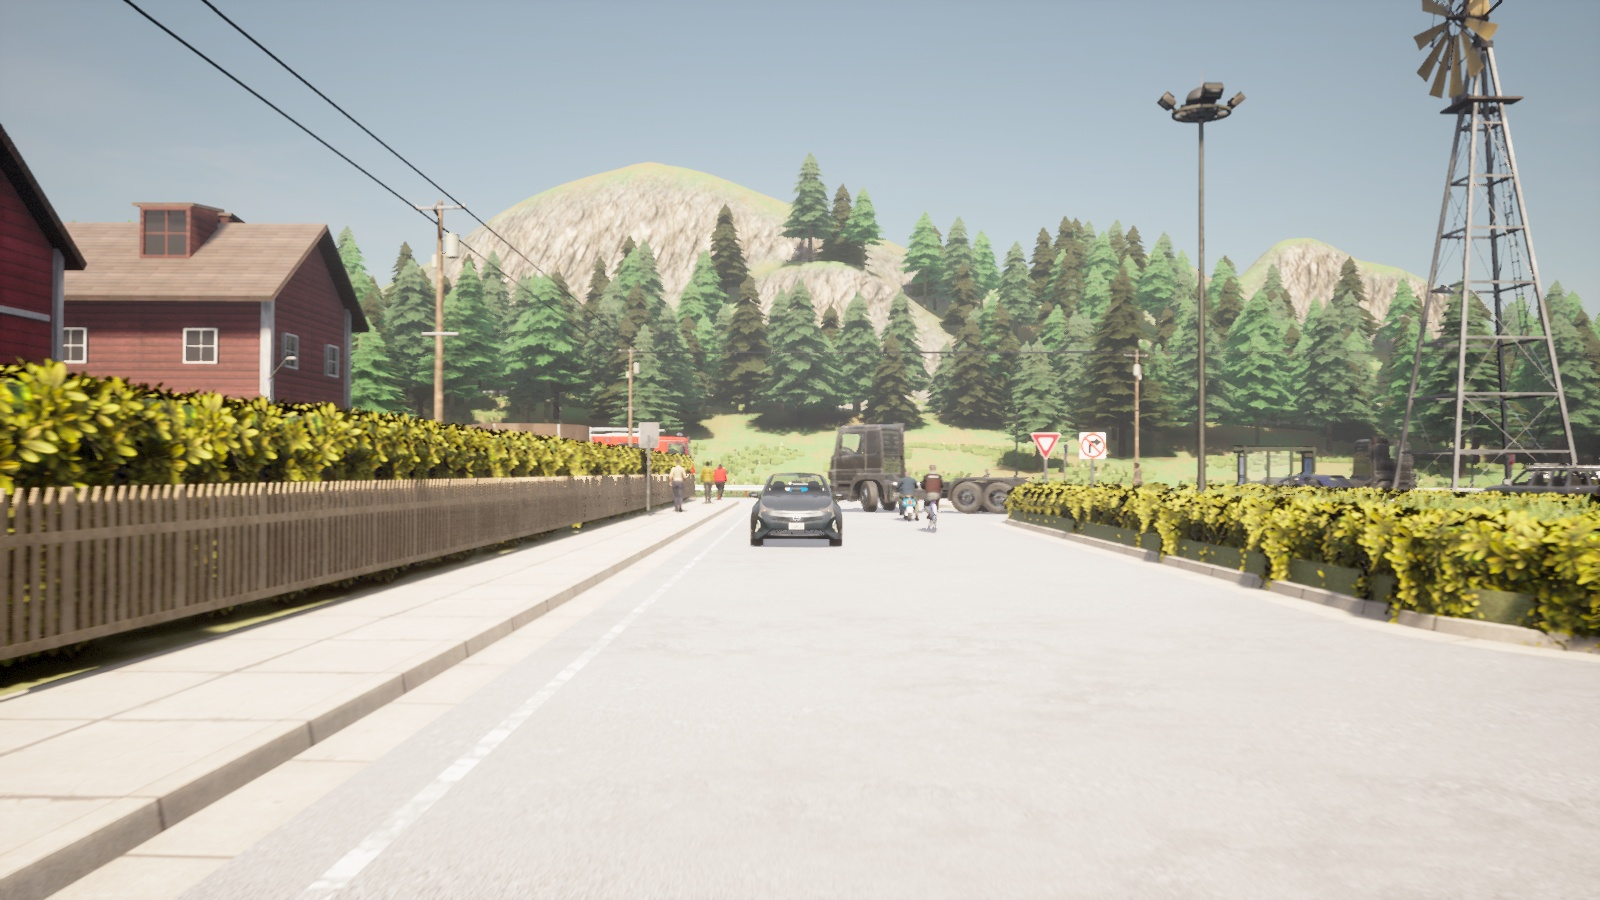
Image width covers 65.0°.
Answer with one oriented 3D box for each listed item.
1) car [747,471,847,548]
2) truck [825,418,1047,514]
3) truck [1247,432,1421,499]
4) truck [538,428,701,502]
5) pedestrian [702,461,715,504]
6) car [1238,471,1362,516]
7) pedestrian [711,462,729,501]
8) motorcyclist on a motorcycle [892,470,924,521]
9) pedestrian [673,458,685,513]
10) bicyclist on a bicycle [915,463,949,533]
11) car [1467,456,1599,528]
[{"bbox_3d":[-0.065,1.219,27.341,2.007,1.525,4.514,0,-1,0],"label":"car"},{"bbox_3d":[5.177,0.616,48.062,7.936,3.462,2.891,-1,0,23],"label":"truck"},{"bbox_3d":[28.213,0.835,66.612,7.936,3.462,2.891,0,-1,0],"label":"truck"},{"bbox_3d":[-9.578,0.812,67.112,8.468,3.827,2.891,0,-1,-7],"label":"truck"},{"bbox_3d":[-3.879,1.376,53.207,0.431,1.840,0.709,0,-1,5],"label":"pedestrian"},{"bbox_3d":[17.609,1.501,44.330,1.845,1.501,3.633,1,-1,-36],"label":"car"},{"bbox_3d":[-3.816,1.490,59.997,0.634,1.844,0.899,0,-1,12],"label":"pedestrian"},{"bbox_3d":[3.405,1.420,39.748,0.866,1.590,1.817,0,-1,0],"label":"motorcyclist on a motorcycle"},{"bbox_3d":[-4.107,1.200,42.605,0.345,1.836,0.594,0,-1,0],"label":"pedestrian"},{"bbox_3d":[3.422,1.219,32.685,0.659,1.776,1.843,0,-1,0],"label":"bicyclist on a bicycle"},{"bbox_3d":[20.673,1.129,34.723,1.932,1.855,4.605,0,-1,0],"label":"car"}]
